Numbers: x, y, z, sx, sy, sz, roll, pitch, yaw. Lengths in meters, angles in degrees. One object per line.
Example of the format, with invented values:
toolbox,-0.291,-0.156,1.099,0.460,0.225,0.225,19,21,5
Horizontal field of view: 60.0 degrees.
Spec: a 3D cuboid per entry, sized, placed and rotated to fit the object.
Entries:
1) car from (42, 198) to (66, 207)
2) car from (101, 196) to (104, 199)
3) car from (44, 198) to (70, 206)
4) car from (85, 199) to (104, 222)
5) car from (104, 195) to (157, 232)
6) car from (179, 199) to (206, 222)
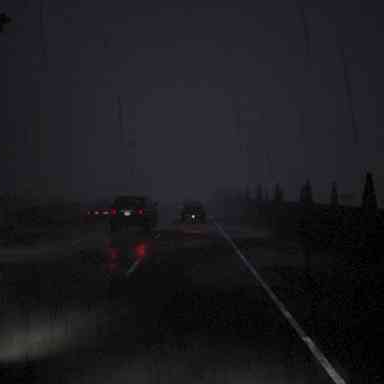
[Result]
car,-21.608,1.591,52.250,1.994,1.385,4.181,0,0,-1
car,-14.767,1.303,58.117,2.097,1.767,4.553,0,0,-2
car,-17.896,1.570,44.544,2.033,1.411,5.357,0,0,-1
car,-6.920,1.561,26.572,2.033,1.411,5.357,0,0,0
car,-3.403,1.232,20.137,2.150,2.045,5.566,0,0,0
car,0.077,1.517,26.427,1.837,1.490,4.892,0,0,0
